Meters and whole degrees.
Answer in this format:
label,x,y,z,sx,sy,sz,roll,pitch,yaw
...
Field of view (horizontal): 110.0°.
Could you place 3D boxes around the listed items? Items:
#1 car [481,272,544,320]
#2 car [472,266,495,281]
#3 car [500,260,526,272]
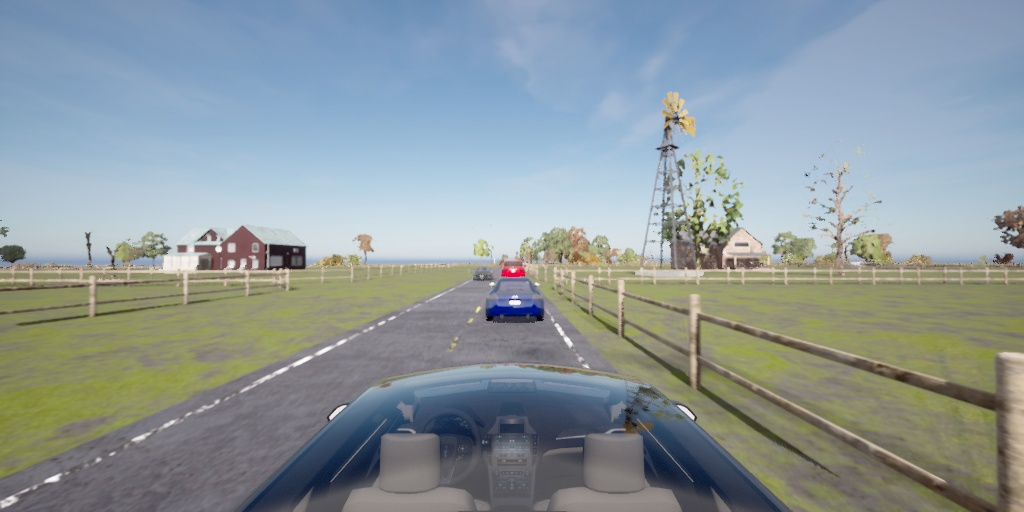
label,x,y,z,sx,sy,sz,roll,pitch,yaw
car,0.097,1.472,13.321,1.994,1.385,4.181,0,-1,0
car,-2.811,1.716,35.868,1.837,1.490,4.892,0,-1,0
car,0.106,1.394,32.935,2.150,2.045,5.566,0,-1,0
